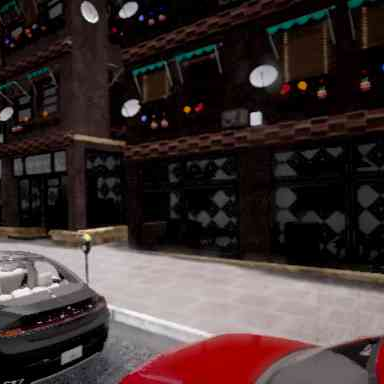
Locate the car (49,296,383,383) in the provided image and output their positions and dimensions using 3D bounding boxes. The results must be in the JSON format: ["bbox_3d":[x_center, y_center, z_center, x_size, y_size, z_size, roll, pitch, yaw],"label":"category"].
[{"bbox_3d":[1.437,1.531,1.730,4.507,1.381,1.887,0,-1,35],"label":"car"}]

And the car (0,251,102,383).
[{"bbox_3d":[-3.102,1.553,4.893,4.403,1.369,2.008,0,-1,35],"label":"car"}]
